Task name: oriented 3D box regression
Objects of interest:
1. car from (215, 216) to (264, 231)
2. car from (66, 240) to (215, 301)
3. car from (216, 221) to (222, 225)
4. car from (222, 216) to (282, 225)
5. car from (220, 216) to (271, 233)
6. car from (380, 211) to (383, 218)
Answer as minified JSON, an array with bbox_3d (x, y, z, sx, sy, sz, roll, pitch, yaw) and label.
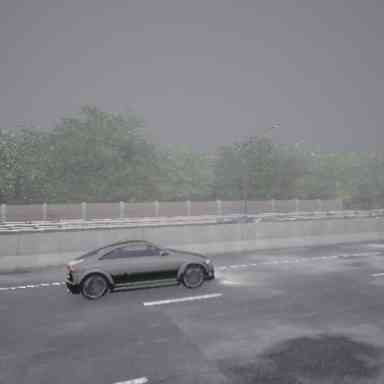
[{"bbox_3d":[4.940,3.202,34.593,4.718,1.301,1.895,0,-3,-20],"label":"car"},{"bbox_3d":[-1.466,2.105,9.750,4.181,1.385,1.994,0,-3,-20],"label":"car"},{"bbox_3d":[4.304,2.801,26.907,4.181,1.385,1.994,0,-3,-20],"label":"car"},{"bbox_3d":[4.782,2.574,23.361,4.674,1.442,1.812,-1,-3,-20],"label":"car"},{"bbox_3d":[4.961,2.980,30.876,4.181,1.385,1.994,0,-3,-20],"label":"car"},{"bbox_3d":[26.811,2.640,42.654,5.566,2.045,2.150,0,-3,-20],"label":"car"}]
